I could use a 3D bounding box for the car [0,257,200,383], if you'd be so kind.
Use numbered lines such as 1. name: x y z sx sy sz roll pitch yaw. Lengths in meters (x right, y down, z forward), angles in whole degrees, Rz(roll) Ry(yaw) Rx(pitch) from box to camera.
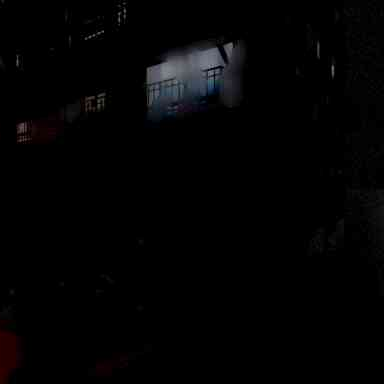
1. car: -2.023 1.545 4.316 4.507 1.381 1.887 0 0 35

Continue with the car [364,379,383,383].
1. car: 2.569 1.566 1.047 4.313 1.339 1.947 0 0 35
